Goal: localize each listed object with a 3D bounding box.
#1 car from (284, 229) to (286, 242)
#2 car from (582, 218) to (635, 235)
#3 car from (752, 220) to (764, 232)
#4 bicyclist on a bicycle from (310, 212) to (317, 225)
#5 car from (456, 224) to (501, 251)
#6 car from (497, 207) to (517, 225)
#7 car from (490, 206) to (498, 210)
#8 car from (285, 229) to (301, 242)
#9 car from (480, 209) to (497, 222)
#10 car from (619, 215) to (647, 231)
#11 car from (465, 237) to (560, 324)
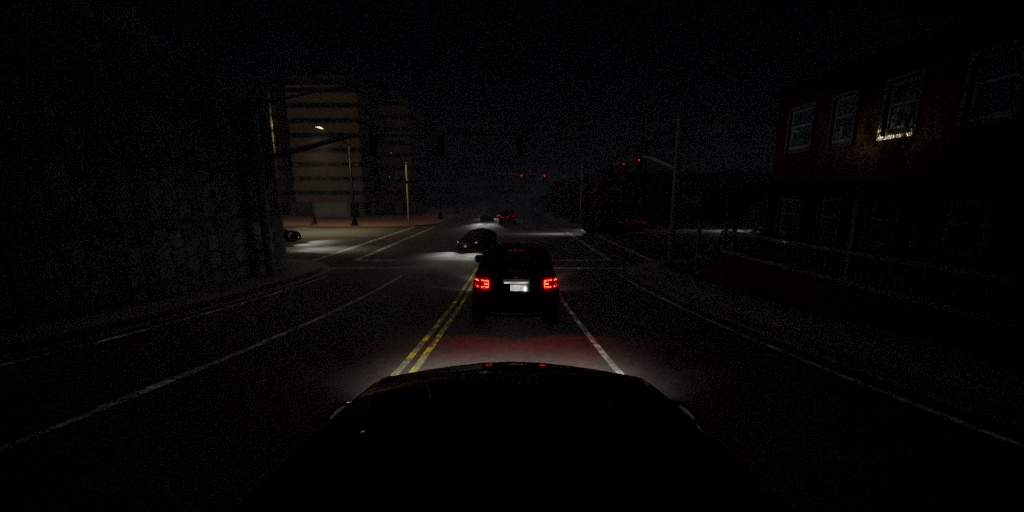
[{"bbox_3d":[-19.912,-1.232,26.178,4.902,1.511,2.128,0,10,0],"label":"car"},{"bbox_3d":[9.640,-2.908,36.729,4.718,1.301,1.895,0,10,0],"label":"car"},{"bbox_3d":[28.136,-3.271,36.652,5.566,2.045,2.150,0,10,0],"label":"car"},{"bbox_3d":[-25.378,-4.785,45.848,0.582,1.620,1.656,0,10,0],"label":"bicyclist on a bicycle"},{"bbox_3d":[-2.526,-1.312,26.898,1.812,1.442,4.674,3,10,18],"label":"car"},{"bbox_3d":[-0.515,-5.387,48.971,2.150,2.045,5.566,0,10,1],"label":"car"},{"bbox_3d":[-3.725,-7.449,62.862,1.812,1.442,4.674,0,10,0],"label":"car"},{"bbox_3d":[-20.106,-1.806,29.622,4.892,1.490,1.837,0,10,0],"label":"car"},{"bbox_3d":[-3.727,-5.881,54.115,1.895,1.301,4.718,0,10,0],"label":"car"},{"bbox_3d":[12.575,-3.749,40.186,4.553,1.767,2.097,0,10,1],"label":"car"},{"bbox_3d":[0.063,0.602,10.736,2.150,2.045,5.566,0,4,-1],"label":"car"}]
